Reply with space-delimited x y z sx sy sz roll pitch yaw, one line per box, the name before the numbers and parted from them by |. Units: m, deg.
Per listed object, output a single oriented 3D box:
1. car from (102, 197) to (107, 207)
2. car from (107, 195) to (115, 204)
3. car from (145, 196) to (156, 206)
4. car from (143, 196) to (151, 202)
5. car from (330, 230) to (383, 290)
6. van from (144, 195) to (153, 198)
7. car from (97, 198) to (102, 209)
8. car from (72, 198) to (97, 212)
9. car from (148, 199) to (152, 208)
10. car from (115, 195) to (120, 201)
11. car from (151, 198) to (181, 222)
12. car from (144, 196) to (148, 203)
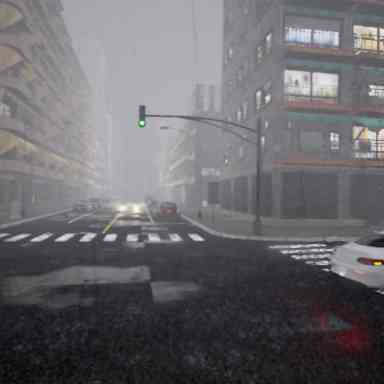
car | -13.864 1.532 47.755 1.947 1.339 4.313 1 0 -9
car | -16.511 1.547 64.144 1.887 1.381 4.507 1 0 -9
car | -5.593 1.720 49.089 1.802 1.307 4.206 1 0 -9
car | -11.770 1.770 87.333 1.887 1.381 4.507 1 0 -9
car | 5.654 1.562 7.906 4.674 1.442 1.812 -1 0 -9
van | -7.352 1.503 60.018 1.690 1.788 3.998 1 0 -9
car | -12.982 1.537 42.291 1.802 1.307 4.206 1 0 -9
car | -12.099 1.495 36.827 2.008 1.369 4.403 1 0 -9
car | -2.944 1.657 32.699 2.008 1.369 4.403 1 0 -9
car | -20.924 1.618 91.461 2.008 1.369 4.403 1 0 -9
car | -2.059 1.536 27.236 1.967 1.590 4.097 1 0 -9
car | -6.475 1.732 54.553 1.802 1.307 4.206 1 0 -9
